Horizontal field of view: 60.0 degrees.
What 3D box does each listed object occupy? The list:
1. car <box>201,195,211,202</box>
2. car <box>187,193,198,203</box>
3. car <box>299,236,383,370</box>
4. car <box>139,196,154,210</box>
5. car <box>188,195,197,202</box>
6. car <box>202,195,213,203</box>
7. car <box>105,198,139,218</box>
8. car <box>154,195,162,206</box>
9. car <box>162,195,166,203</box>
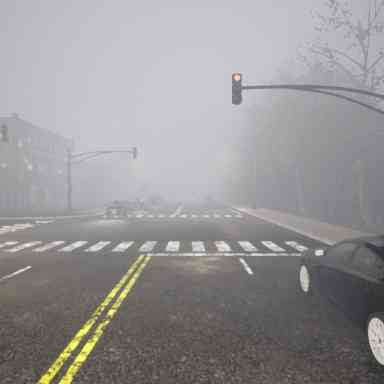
[{"bbox_3d":[3.293,1.494,79.164,2.128,1.511,4.902,0,0,0],"label":"car"},{"bbox_3d":[0.136,1.196,68.642,2.150,2.045,5.566,0,0,0],"label":"car"},{"bbox_3d":[3.345,1.477,5.649,1.882,1.535,5.008,0,0,1],"label":"car"},{"bbox_3d":[-6.570,1.476,43.105,2.128,1.511,4.902,0,0,0],"label":"car"},{"bbox_3d":[0.043,1.509,79.285,2.033,1.411,5.357,0,0,0],"label":"car"},{"bbox_3d":[3.389,1.480,68.974,1.837,1.490,4.892,0,0,0],"label":"car"},{"bbox_3d":[-6.580,1.484,30.554,2.128,1.511,4.902,0,0,0],"label":"car"},{"bbox_3d":[-6.559,1.459,54.867,1.882,1.535,5.008,0,0,0],"label":"car"},{"bbox_3d":[-6.492,1.327,66.540,2.097,1.767,4.553,0,0,0],"label":"car"}]
